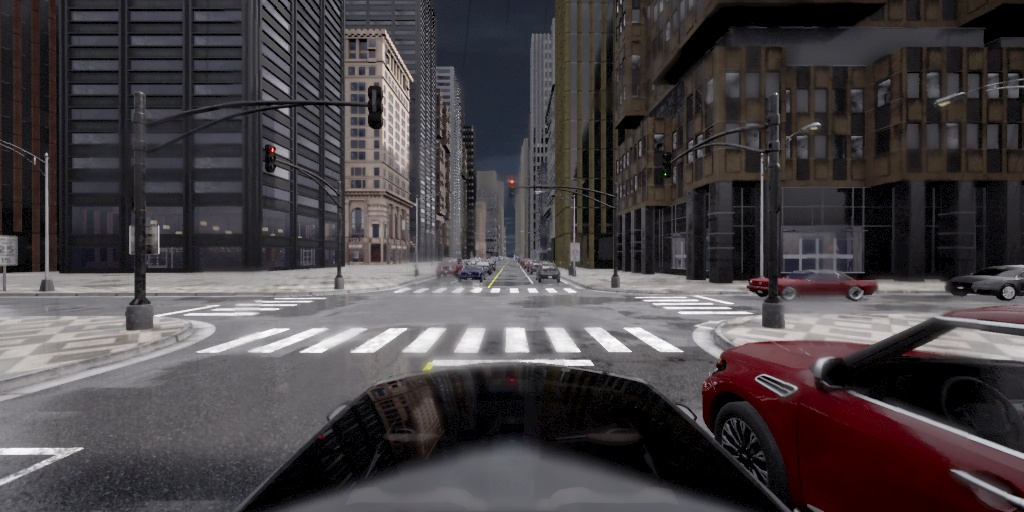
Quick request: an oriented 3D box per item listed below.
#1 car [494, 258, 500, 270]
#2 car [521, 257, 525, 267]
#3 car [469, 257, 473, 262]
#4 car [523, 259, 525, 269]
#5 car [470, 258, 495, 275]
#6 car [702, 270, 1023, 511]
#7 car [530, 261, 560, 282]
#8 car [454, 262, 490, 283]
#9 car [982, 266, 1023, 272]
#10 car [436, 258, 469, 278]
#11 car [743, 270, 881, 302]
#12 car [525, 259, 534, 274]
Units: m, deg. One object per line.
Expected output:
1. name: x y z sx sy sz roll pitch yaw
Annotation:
1. car: -3.076 1.304 48.799 2.033 1.411 5.357 0 0 0
2. car: 2.783 1.199 56.406 1.967 1.591 4.097 0 0 0
3. car: -5.749 1.193 39.479 1.967 1.591 4.097 0 0 0
4. car: 2.778 1.300 45.125 1.888 1.381 4.507 0 0 0
5. car: -3.087 1.279 38.430 1.812 1.442 4.674 0 0 0
6. car: 2.762 1.065 1.230 2.192 1.841 5.009 0 0 0
7. car: 2.772 1.302 28.203 2.007 1.370 4.403 0 0 0
8. car: -3.090 1.352 28.462 1.895 1.301 4.718 0 0 0
9. car: 22.959 1.197 16.419 4.892 1.490 1.837 0 0 0
10. car: -5.751 1.067 33.837 2.192 1.841 5.009 0 0 0
11. car: 13.525 1.314 16.376 4.718 1.301 1.895 0 0 0
12. car: 2.776 1.304 39.485 2.007 1.370 4.403 0 0 0
